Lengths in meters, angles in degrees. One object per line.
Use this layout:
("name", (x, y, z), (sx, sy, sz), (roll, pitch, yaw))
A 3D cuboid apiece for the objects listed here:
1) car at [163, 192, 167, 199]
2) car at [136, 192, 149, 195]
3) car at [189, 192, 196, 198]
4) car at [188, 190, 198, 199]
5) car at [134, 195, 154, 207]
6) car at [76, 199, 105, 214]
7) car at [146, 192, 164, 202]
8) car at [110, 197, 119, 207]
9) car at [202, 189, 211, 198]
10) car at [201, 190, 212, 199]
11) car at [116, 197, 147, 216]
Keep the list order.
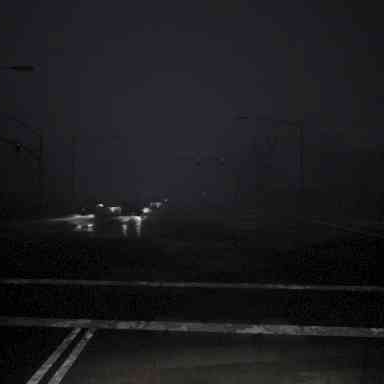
("car", (-6.816, 0.826, 77.744), (1.882, 1.535, 5.008), (0, 1, 0))
("car", (-10.385, 1.156, 64.845), (2.033, 1.411, 5.357), (0, 1, 1))
("car", (0.207, 0.685, 87.179), (1.812, 1.442, 4.674), (0, 1, 0))
("car", (0.181, 0.604, 76.503), (2.150, 2.045, 5.566), (0, 1, 0))
("car", (-6.988, 1.456, 46.931), (1.895, 1.301, 4.718), (0, 1, 0))
("car", (-10.519, 1.449, 34.725), (2.128, 1.511, 4.902), (0, 0, 0))
("car", (-6.912, 1.250, 62.466), (1.895, 1.301, 4.718), (0, 1, 1))
("car", (-10.483, 1.408, 48.176), (1.994, 1.385, 4.181), (0, 1, 0))
("car", (3.708, 0.378, 87.560), (2.150, 2.045, 5.566), (0, 1, 0))
("car", (3.685, 0.910, 77.567), (1.994, 1.385, 4.181), (0, 1, 0))
("car", (-6.020, 1.515, 32.586), (2.033, 1.411, 5.357), (0, 0, -15))
